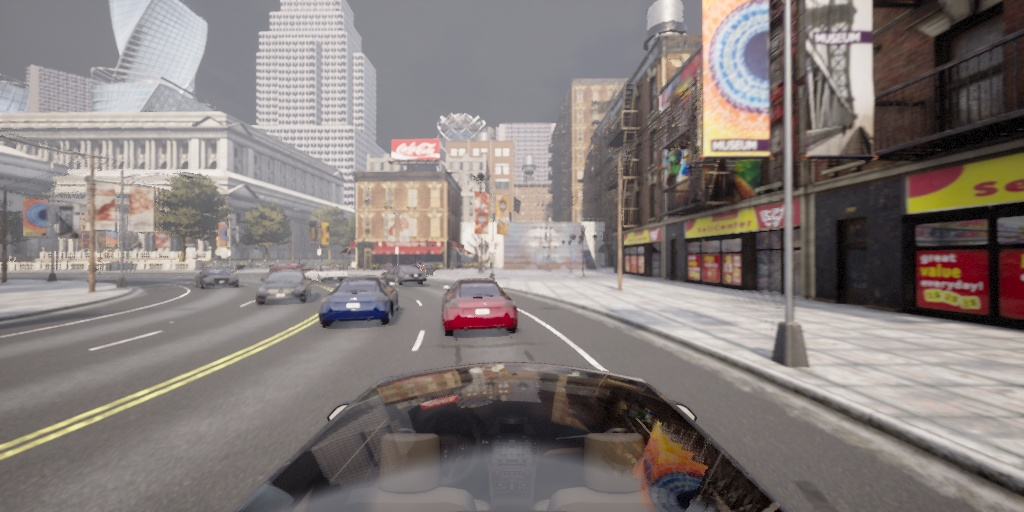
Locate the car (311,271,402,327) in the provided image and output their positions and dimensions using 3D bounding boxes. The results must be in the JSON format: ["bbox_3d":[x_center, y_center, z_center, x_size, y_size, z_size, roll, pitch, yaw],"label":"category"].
[{"bbox_3d":[-4.946,1.371,12.031,1.994,1.385,4.181,0,0,-14],"label":"car"}]

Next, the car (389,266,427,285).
[{"bbox_3d":[-8.211,1.428,27.030,2.033,1.411,5.357,0,0,-37],"label":"car"}]

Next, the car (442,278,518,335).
[{"bbox_3d":[-1.107,1.356,10.843,1.994,1.385,4.181,0,0,-11],"label":"car"}]

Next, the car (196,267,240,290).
[{"bbox_3d":[-19.948,1.463,24.262,4.181,1.385,1.994,0,0,44],"label":"car"}]

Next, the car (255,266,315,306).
[{"bbox_3d":[-10.521,1.368,16.826,1.812,1.442,4.674,0,0,-26],"label":"car"}]

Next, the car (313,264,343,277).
[{"bbox_3d":[-15.728,1.515,30.205,4.718,1.301,1.895,0,0,44],"label":"car"}]
